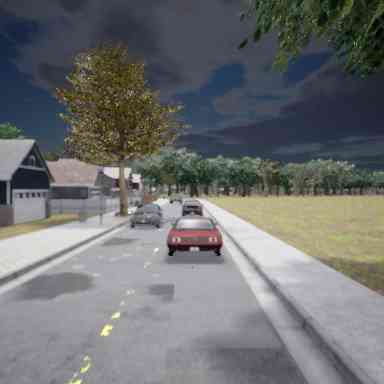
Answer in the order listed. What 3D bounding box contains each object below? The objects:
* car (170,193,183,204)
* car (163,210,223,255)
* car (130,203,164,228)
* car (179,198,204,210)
[{"bbox_3d":[-2.975,1.259,63.063,2.150,2.045,5.566,0,0,0],"label":"car"},{"bbox_3d":[0.085,1.605,13.190,1.895,1.301,4.718,0,0,0],"label":"car"},{"bbox_3d":[-2.892,1.514,22.074,1.837,1.490,4.892,0,0,0],"label":"car"},{"bbox_3d":[0.024,1.519,30.376,1.837,1.490,4.892,0,0,0],"label":"car"}]
